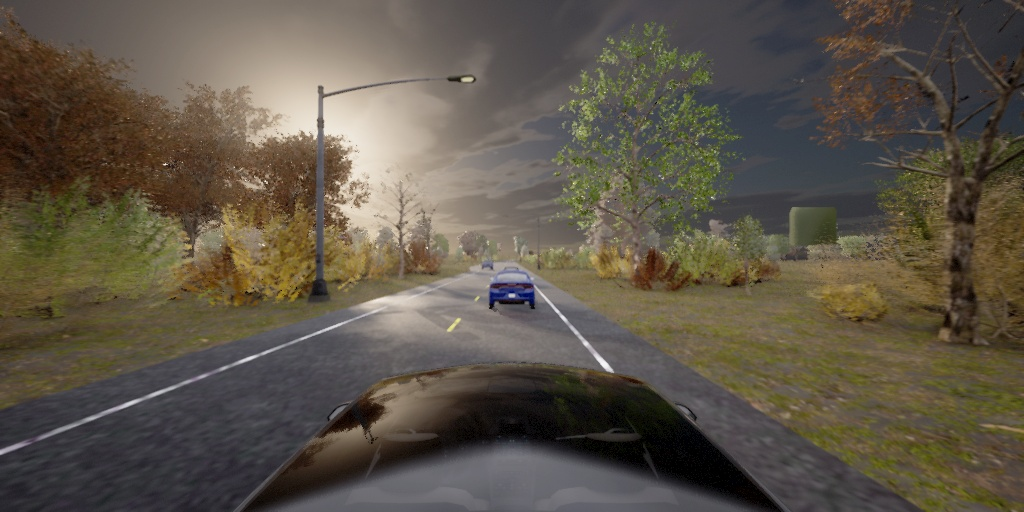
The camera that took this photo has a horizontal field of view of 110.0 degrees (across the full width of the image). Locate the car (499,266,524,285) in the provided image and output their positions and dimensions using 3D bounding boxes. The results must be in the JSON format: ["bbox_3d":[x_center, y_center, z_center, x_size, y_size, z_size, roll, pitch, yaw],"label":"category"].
[{"bbox_3d":[-0.052,1.611,30.341,1.994,1.385,4.181,0,-1,0],"label":"car"}]

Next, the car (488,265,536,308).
[{"bbox_3d":[0.011,1.377,16.115,1.882,1.535,5.008,0,0,0],"label":"car"}]
